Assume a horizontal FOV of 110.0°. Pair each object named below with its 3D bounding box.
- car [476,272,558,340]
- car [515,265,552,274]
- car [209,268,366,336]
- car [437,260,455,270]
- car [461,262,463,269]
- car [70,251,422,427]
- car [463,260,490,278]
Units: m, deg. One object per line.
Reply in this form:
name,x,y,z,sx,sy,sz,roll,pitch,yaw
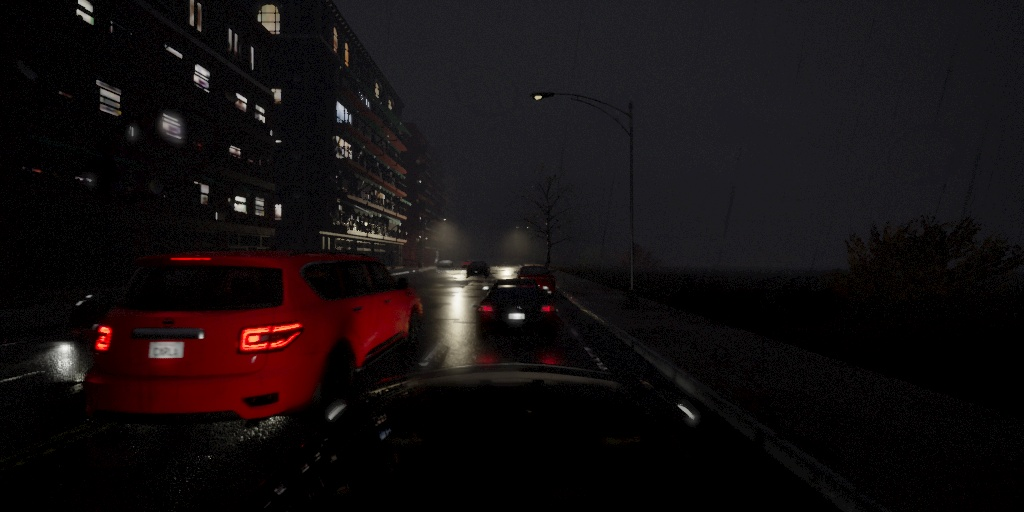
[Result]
car,0.109,1.315,10.010,1.994,1.385,4.181,0,0,0
car,1.152,1.230,18.930,1.882,1.535,5.008,0,0,0
car,-6.592,1.229,11.406,1.882,1.535,5.008,0,0,0
car,-9.798,1.298,53.457,2.033,1.411,5.357,0,0,0
car,-6.549,1.277,54.422,1.812,1.442,4.674,0,0,0
car,-3.149,0.969,5.954,2.150,2.045,5.566,0,0,0
car,-3.121,1.230,33.780,1.882,1.535,5.008,0,0,0
